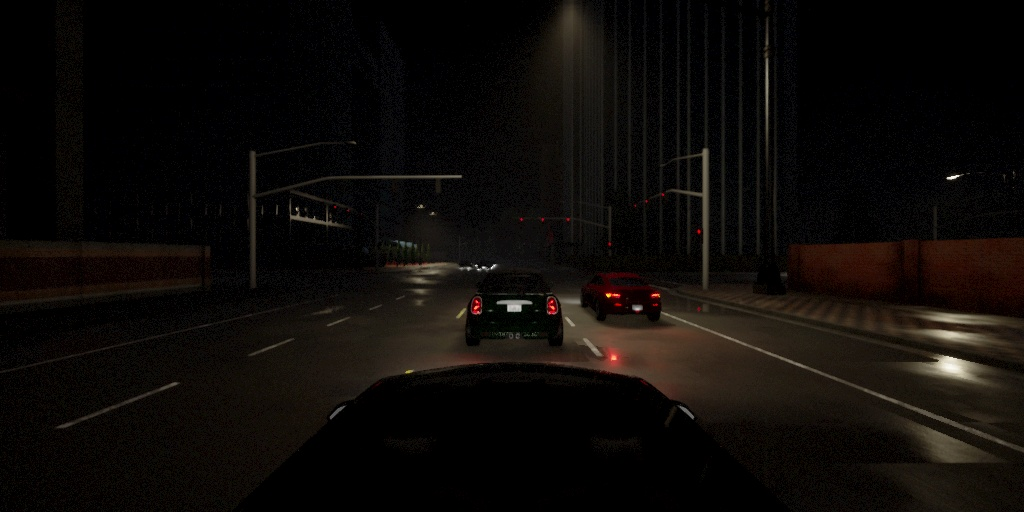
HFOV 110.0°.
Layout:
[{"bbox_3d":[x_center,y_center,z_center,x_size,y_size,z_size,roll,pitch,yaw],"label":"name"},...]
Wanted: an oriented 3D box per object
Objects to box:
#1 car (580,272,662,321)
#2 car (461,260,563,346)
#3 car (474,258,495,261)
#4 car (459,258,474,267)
[{"bbox_3d":[3.556,1.268,12.276,1.812,1.442,4.674,0,0,2],"label":"car"},{"bbox_3d":[0.062,1.096,9.518,2.097,1.767,4.553,0,0,0],"label":"car"},{"bbox_3d":[-4.386,1.261,57.096,2.033,1.411,5.357,0,0,1],"label":"car"},{"bbox_3d":[-8.030,1.271,62.298,1.994,1.385,4.181,0,0,-1],"label":"car"}]
